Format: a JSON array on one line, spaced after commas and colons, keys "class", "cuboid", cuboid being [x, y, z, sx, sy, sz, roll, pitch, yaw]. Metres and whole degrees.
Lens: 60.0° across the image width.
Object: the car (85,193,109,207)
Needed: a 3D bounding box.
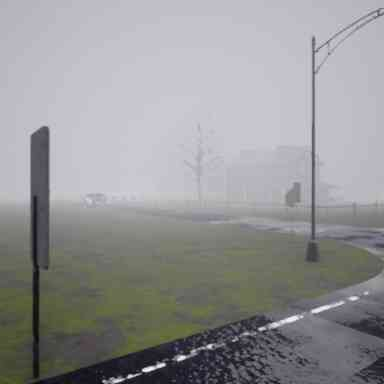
[{"class": "car", "cuboid": [-14.085, 1.139, 49.083, 2.150, 2.045, 5.566, 0, 0, -35]}]
